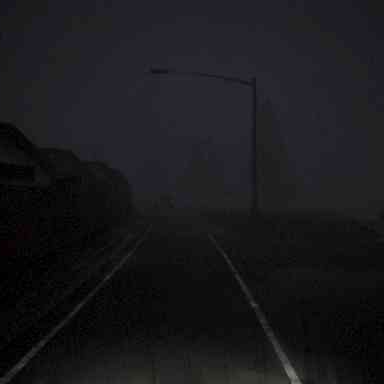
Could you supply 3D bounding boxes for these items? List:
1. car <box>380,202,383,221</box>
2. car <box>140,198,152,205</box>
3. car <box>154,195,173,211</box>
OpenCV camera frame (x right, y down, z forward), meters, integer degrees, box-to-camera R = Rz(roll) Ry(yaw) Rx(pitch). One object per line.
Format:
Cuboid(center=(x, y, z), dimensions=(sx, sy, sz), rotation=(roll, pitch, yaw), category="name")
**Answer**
Cuboid(center=(15.587, 1.700, 25.062), dimensions=(1.895, 1.301, 4.718), rotation=(0, 0, 18), category="car")
Cuboid(center=(-9.474, 1.876, 68.420), dimensions=(1.812, 1.442, 4.674), rotation=(0, 0, -17), category="car")
Cuboid(center=(-3.799, 1.447, 44.609), dimensions=(2.150, 2.045, 5.566), rotation=(0, 0, -10), category="car")
